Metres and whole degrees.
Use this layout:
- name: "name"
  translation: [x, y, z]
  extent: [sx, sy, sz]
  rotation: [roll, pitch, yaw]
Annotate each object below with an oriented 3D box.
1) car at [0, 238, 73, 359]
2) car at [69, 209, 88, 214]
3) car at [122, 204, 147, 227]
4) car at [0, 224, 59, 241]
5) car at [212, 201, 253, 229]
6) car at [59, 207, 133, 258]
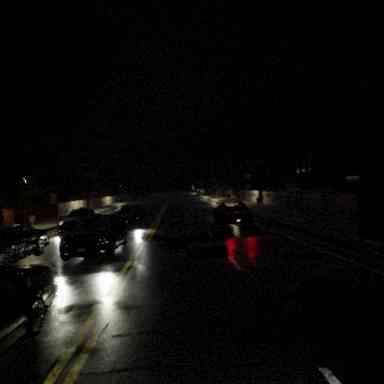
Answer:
- name: "car"
  translation: [-3.412, 1.752, 4.186]
  extent: [2.033, 1.411, 5.357]
  rotation: [-3, 0, -3]
- name: "car"
  translation: [-7.552, 1.893, 22.646]
  extent: [1.812, 1.442, 4.674]
  rotation: [-3, 1, -3]
- name: "car"
  translation: [-4.382, 1.674, 24.137]
  extent: [1.837, 1.490, 4.892]
  rotation: [-3, 1, -2]
- name: "car"
  translation: [-7.060, 1.956, 12.373]
  extent: [2.033, 1.411, 5.357]
  rotation: [-3, 0, -3]
- name: "car"
  translation: [2.389, 1.317, 20.473]
  extent: [2.128, 1.511, 4.902]
  rotation: [-3, 1, -3]
- name: "car"
  translation: [-3.883, 1.701, 13.811]
  extent: [1.882, 1.535, 5.008]
  rotation: [-3, 0, -3]
